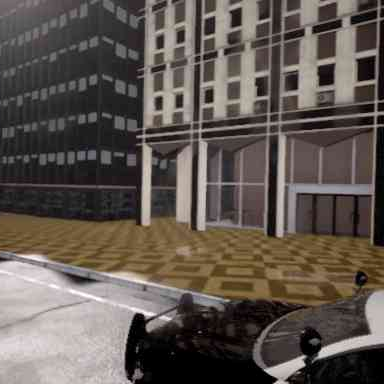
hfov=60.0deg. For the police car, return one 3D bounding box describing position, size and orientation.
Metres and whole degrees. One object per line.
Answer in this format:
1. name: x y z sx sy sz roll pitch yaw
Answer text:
1. police car: 1.648 1.425 2.387 5.238 1.638 1.930 0 0 36
